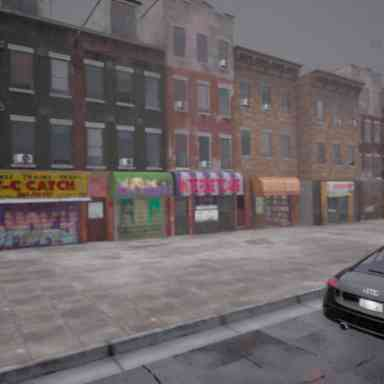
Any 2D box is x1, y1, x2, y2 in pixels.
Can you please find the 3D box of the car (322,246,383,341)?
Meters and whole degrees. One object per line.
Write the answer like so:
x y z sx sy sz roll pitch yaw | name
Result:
4.233 1.602 5.888 4.181 1.385 1.994 0 -1 -34 | car
